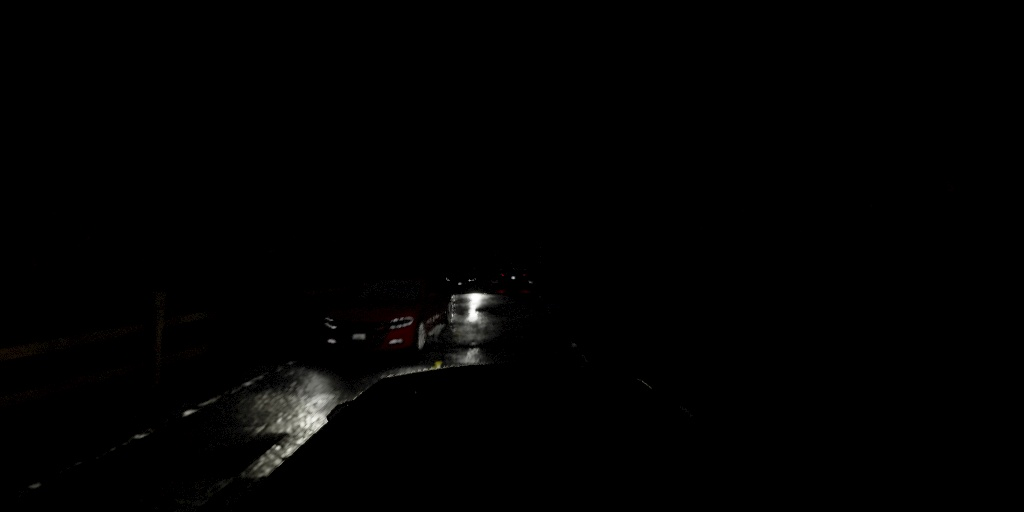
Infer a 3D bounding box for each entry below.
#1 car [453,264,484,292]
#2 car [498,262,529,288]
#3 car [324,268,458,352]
[{"bbox_3d":[-2.765,1.238,21.544,1.837,1.490,4.892,0,0,1],"label":"car"},{"bbox_3d":[0.087,1.294,23.953,1.994,1.385,4.181,0,0,0],"label":"car"},{"bbox_3d":[-2.789,1.222,9.100,1.882,1.535,5.008,0,0,1],"label":"car"}]
